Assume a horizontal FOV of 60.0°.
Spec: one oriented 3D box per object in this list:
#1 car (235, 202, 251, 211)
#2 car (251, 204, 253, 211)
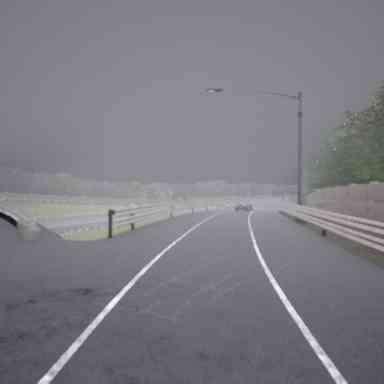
[{"bbox_3d":[7.580,2.208,50.739,1.812,1.442,4.674,1,-2,14],"label":"car"},{"bbox_3d":[9.975,2.614,60.380,2.128,1.511,4.902,1,-3,15],"label":"car"}]
